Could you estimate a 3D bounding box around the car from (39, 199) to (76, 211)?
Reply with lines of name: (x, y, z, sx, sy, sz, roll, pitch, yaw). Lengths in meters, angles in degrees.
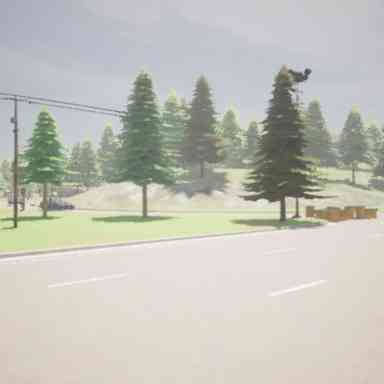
car: (-16.331, 1.545, 40.165, 5.357, 1.411, 2.033, 0, 0, 37)

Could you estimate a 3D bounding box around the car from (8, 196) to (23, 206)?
car: (-27.851, 1.341, 52.330, 2.033, 1.411, 5.357, 0, 0, -33)
